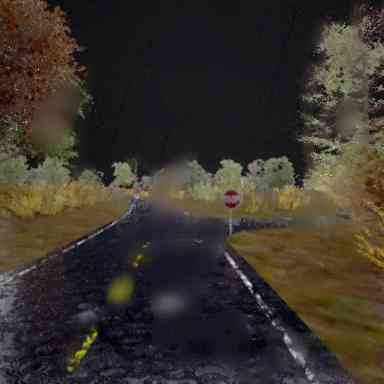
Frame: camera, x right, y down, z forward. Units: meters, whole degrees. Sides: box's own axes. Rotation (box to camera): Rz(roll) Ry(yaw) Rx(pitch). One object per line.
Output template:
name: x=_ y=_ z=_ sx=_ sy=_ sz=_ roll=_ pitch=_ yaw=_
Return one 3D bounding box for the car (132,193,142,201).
car: x=-11.901 y=1.061 z=71.384 sx=2.128 sy=1.511 sz=4.902 roll=0 pitch=0 yaw=-13

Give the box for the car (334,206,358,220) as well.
car: x=13.666 y=1.473 z=25.967 sx=5.357 sy=1.411 sz=2.033 roll=0 pitch=0 yaw=-23
